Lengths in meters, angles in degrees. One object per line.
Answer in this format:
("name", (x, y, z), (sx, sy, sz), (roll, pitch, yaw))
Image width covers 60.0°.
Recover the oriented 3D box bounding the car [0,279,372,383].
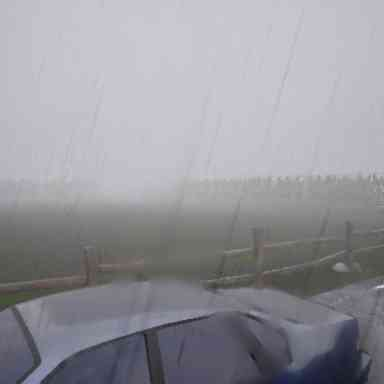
("car", (-0.732, 1.545, 2.550), (5.357, 1.411, 2.033), (0, 0, -35))
